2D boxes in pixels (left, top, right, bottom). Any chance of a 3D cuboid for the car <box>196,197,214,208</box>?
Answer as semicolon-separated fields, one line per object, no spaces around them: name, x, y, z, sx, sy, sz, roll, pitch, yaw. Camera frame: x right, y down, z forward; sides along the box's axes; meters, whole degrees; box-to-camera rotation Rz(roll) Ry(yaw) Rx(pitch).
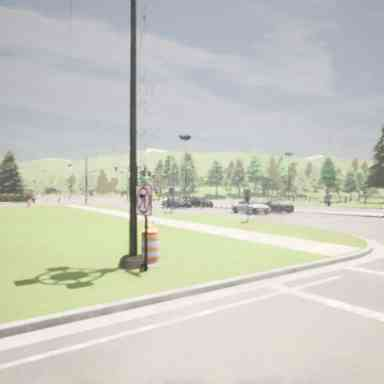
car;1.144;1.500;47.228;1.837;1.490;4.892;0;0;-34

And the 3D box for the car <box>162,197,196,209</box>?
car;-2.132;1.542;45.817;2.033;1.411;5.357;0;0;-34

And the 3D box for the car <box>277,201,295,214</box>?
car;8.795;1.595;36.152;1.895;1.301;4.718;0;0;-35

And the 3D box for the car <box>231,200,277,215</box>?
car;5.981;1.520;34.093;1.812;1.442;4.674;0;0;-35
